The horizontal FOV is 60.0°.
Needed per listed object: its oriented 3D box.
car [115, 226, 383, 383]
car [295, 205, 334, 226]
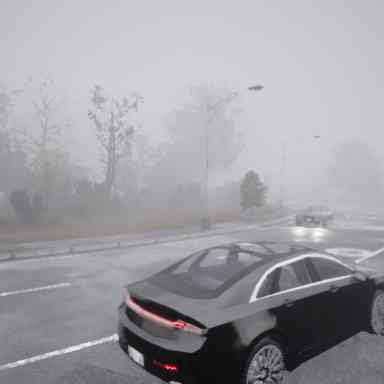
[{"bbox_3d":[1.282,1.520,5.044,4.902,1.511,2.128,0,0,-39],"label":"car"},{"bbox_3d":[8.836,1.664,23.793,1.994,1.385,4.181,1,0,32],"label":"car"}]
